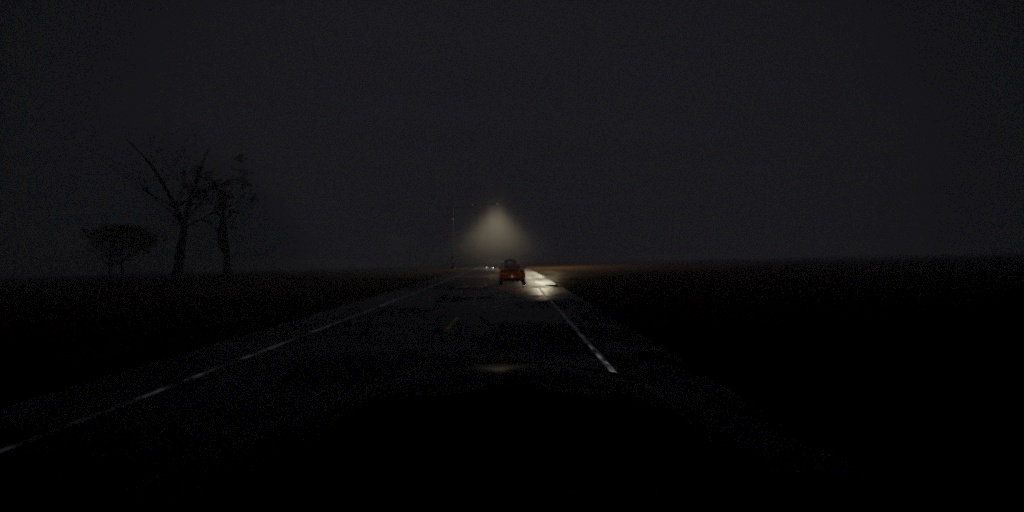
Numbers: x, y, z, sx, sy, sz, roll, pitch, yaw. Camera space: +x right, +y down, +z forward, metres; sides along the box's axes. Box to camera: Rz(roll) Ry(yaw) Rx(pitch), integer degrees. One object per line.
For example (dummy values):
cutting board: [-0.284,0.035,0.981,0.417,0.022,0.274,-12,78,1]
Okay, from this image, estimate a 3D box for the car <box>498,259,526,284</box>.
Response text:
car: [0.003,1.238,26.853,1.882,1.535,5.008,0,0,0]
